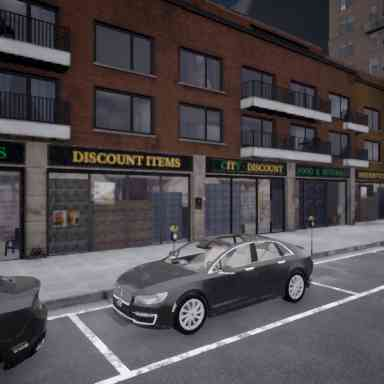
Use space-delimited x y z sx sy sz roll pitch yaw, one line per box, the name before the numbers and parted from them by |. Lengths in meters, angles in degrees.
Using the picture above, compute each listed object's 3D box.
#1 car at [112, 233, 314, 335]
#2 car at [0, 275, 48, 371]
car | 0.612 1.551 6.619 4.403 1.369 2.008 0 0 -35
car | -3.884 1.551 3.419 4.403 1.369 2.008 0 0 -35
